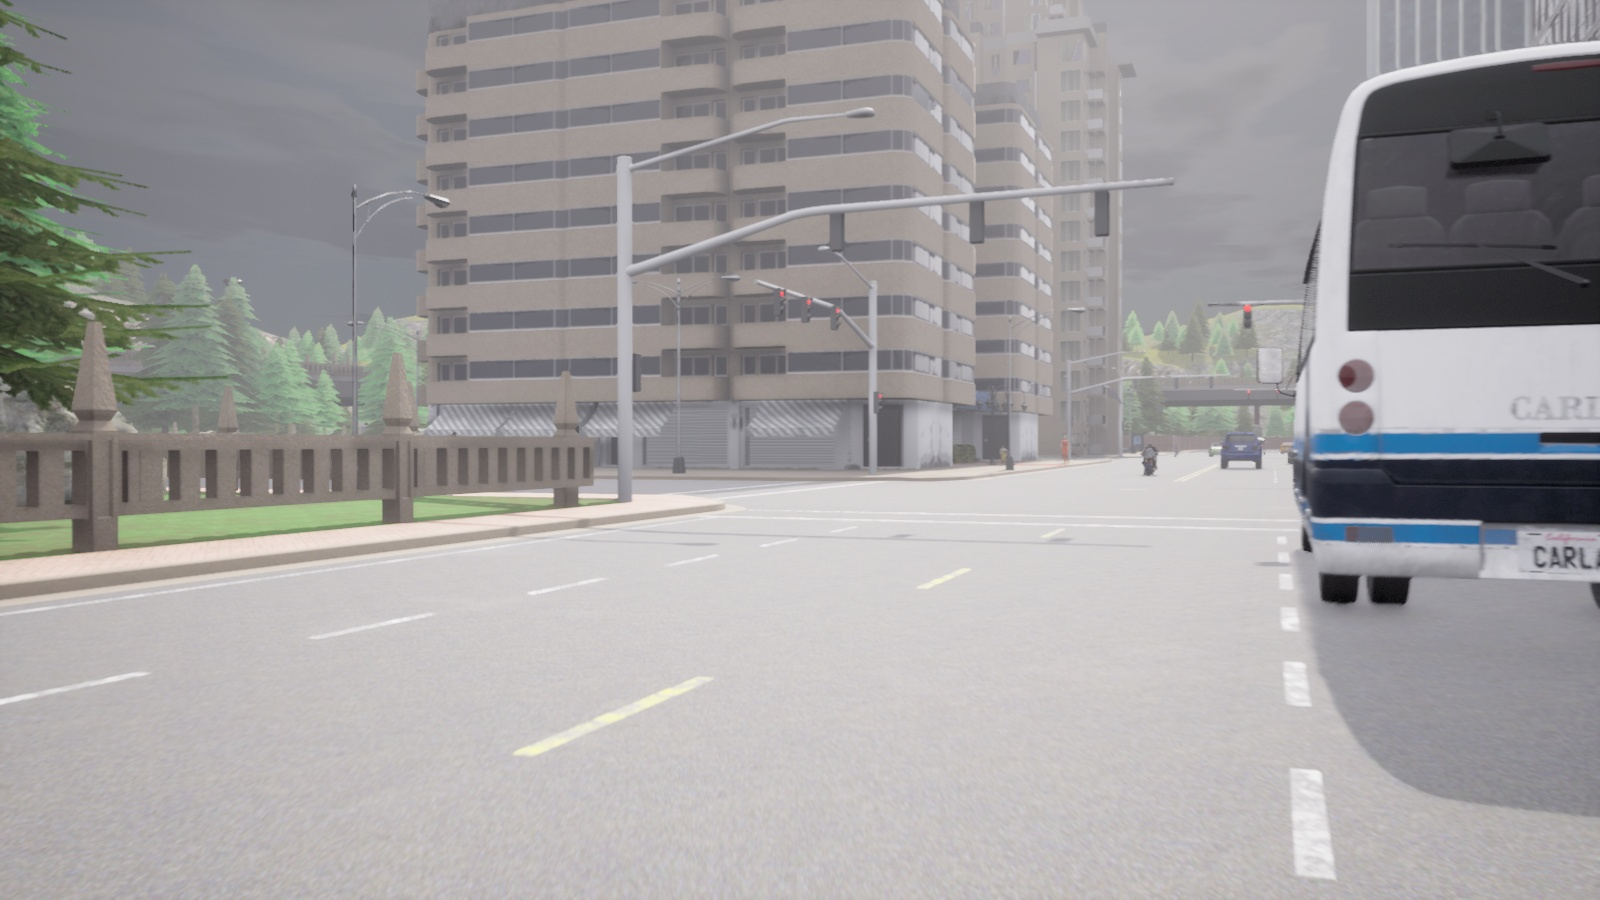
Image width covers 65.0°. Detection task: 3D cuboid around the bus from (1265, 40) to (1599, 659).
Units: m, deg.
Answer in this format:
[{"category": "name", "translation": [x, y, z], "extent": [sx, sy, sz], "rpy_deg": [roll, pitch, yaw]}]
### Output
[{"category": "bus", "translation": [7.140, -0.706, 13.501], "extent": [3.944, 4.253, 10.273], "rpy_deg": [0, 0, 21]}]

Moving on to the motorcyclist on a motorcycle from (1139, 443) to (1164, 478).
[{"category": "motorcyclist on a motorcycle", "translation": [15.752, 0.456, 56.228], "extent": [0.866, 1.530, 2.191], "rpy_deg": [0, 0, 21]}]

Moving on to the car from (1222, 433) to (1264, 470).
[{"category": "car", "translation": [25.328, 0.054, 71.716], "extent": [2.150, 2.045, 5.566], "rpy_deg": [0, 0, 21]}]
